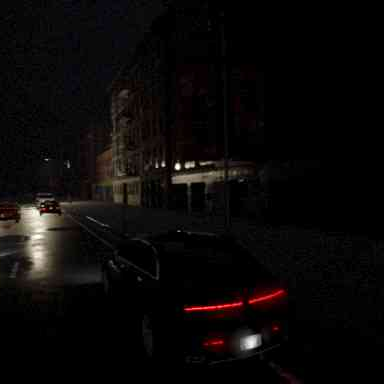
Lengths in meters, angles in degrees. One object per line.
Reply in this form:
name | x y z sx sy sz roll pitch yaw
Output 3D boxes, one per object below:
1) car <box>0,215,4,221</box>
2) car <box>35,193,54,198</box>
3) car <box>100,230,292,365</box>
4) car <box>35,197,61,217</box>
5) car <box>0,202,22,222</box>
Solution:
car | -6.578 1.606 9.089 1.994 1.385 4.181 -2 1 -25
car | -18.228 1.195 41.365 2.150 2.045 5.566 -2 1 -25
car | -0.372 1.441 5.941 1.837 1.490 4.892 -2 1 -25
car | -13.604 1.514 31.718 2.033 1.411 5.357 -2 1 -26
car | -14.385 1.522 25.753 1.882 1.535 5.008 -2 1 -25
